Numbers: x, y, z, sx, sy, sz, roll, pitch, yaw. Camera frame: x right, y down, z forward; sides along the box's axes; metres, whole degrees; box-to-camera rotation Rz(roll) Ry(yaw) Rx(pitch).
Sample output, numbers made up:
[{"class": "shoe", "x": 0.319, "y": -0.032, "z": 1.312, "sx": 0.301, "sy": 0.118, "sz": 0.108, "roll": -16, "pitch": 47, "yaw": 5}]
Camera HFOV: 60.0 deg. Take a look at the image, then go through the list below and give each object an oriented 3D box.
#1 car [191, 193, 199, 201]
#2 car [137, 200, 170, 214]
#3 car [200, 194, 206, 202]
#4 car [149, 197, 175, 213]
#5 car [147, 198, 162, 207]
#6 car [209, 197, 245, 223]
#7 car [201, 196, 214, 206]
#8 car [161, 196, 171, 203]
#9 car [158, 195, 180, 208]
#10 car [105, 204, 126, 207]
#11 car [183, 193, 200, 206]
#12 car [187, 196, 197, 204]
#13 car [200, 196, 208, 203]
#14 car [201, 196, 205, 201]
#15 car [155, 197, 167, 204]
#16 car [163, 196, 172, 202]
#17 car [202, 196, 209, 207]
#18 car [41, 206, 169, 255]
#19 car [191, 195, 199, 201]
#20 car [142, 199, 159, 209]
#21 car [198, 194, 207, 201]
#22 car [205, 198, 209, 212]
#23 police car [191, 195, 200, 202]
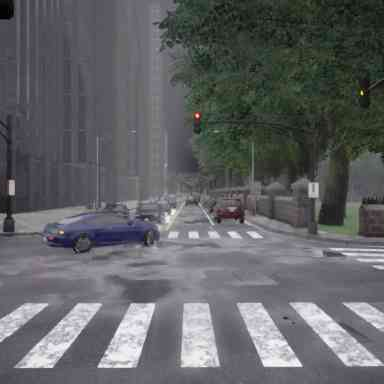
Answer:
[{"class": "car", "x": 0.779, "y": 1.319, "z": 91.808, "sx": 2.150, "sy": 2.045, "sz": 5.566, "roll": 0, "pitch": 0, "yaw": 0}, {"class": "car", "x": -3.134, "y": 1.559, "z": 25.623, "sx": 2.033, "sy": 1.411, "sz": 5.357, "roll": 0, "pitch": 0, "yaw": 0}, {"class": "car", "x": 2.694, "y": 1.481, "z": 52.407, "sx": 1.967, "sy": 1.590, "sz": 4.097, "roll": 0, "pitch": 0, "yaw": 0}, {"class": "car", "x": -3.132, "y": 1.547, "z": 35.261, "sx": 1.812, "sy": 1.442, "sz": 4.674, "roll": 0, "pitch": 0, "yaw": 0}, {"class": "car", "x": -5.831, "y": 1.622, "z": 52.389, "sx": 1.802, "sy": 1.307, "sz": 4.206, "roll": 0, "pitch": 0, "yaw": 0}, {"class": "car", "x": 2.730, "y": 1.326, "z": 25.125, "sx": 2.192, "sy": 1.841, "sz": 5.009, "roll": 0, "pitch": 0, "yaw": 0}, {"class": "car", "x": 2.687, "y": 1.487, "z": 57.863, "sx": 1.967, "sy": 1.590, "sz": 4.097, "roll": 0, "pitch": 0, "yaw": 0}, {"class": "car", "x": -5.861, "y": 1.611, "z": 74.217, "sx": 1.887, "sy": 1.381, "sz": 4.507, "roll": 0, "pitch": 0, "yaw": 0}, {"class": "car", "x": -3.148, "y": 1.526, "z": 46.176, "sx": 2.128, "sy": 1.511, "sz": 4.902, "roll": 0, "pitch": 0, "yaw": 0}, {"class": "car", "x": -5.795, "y": 1.576, "z": 25.104, "sx": 1.947, "sy": 1.339, "sz": 4.313, "roll": 0, "pitch": 0, "yaw": 0}, {"class": "car", "x": -0.021, "y": 1.396, "z": 55.188, "sx": 2.097, "sy": 1.767, "sz": 4.553, "roll": 0, "pitch": 0, "yaw": 0}, {"class": "car", "x": -0.086, "y": 1.533, "z": 65.242, "sx": 1.882, "sy": 1.535, "sz": 5.008, "roll": 0, "pitch": 0, "yaw": 0}, {"class": "car", "x": 2.664, "y": 1.592, "z": 74.403, "sx": 1.752, "sy": 1.417, "sz": 4.829, "roll": 0, "pitch": 0, "yaw": 0}, {"class": "car", "x": 2.701, "y": 1.585, "z": 46.950, "sx": 2.008, "sy": 1.369, "sz": 4.403, "roll": 0, "pitch": 0, "yaw": 0}, {"class": "car", "x": -5.846, "y": 1.635, "z": 63.303, "sx": 1.802, "sy": 1.307, "sz": 4.206, "roll": 0, "pitch": 0, "yaw": 0}, {"class": "car", "x": -5.868, "y": 1.620, "z": 79.674, "sx": 1.887, "sy": 1.381, "sz": 4.507, "roll": 0, "pitch": 0, "yaw": 0}, {"class": "car", "x": 2.708, "y": 1.579, "z": 41.493, "sx": 2.008, "sy": 1.369, "sz": 4.403, "roll": 0, "pitch": 0, "yaw": 0}, {"class": "car", "x": -3.458, "y": 1.495, "z": 13.193, "sx": 4.674, "sy": 1.442, "sz": 1.812, "roll": 1, "pitch": 1, "yaw": -42}, {"class": "car", "x": 0.786, "y": 1.591, "z": 85.778, "sx": 1.837, "sy": 1.490, "sz": 4.892, "roll": 0, "pitch": 0, "yaw": 0}, {"class": "car", "x": -5.824, "y": 1.616, "z": 46.932, "sx": 1.802, "sy": 1.307, "sz": 4.206, "roll": 0, "pitch": 0, "yaw": 0}, {"class": "car", "x": 2.650, "y": 1.399, "z": 85.146, "sx": 2.192, "sy": 1.841, "sz": 5.009, "roll": 0, "pitch": 0, "yaw": 0}, {"class": "car", "x": 2.716, "y": 1.588, "z": 36.037, "sx": 1.947, "sy": 1.339, "sz": 4.313, "roll": 0, "pitch": 0, "yaw": 0}, {"class": "police car", "x": 0.800, "y": 1.495, "z": 75.888, "sx": 1.930, "sy": 1.638, "sz": 5.238, "roll": 0, "pitch": 0, "yaw": 0}]
